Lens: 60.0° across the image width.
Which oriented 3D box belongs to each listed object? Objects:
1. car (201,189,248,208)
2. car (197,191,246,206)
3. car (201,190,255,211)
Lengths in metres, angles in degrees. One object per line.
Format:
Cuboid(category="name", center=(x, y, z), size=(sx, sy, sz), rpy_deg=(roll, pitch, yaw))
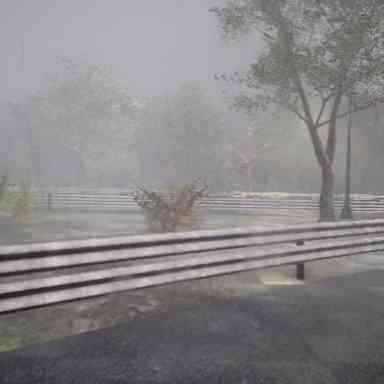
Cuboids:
Cuboid(category="car", center=(3.210, 0.627, 33.927), size=(4.553, 1.767, 2.097), rpy_deg=(1, 2, 0))
Cuboid(category="car", center=(3.257, 0.720, 37.430), size=(5.357, 1.411, 2.033), rpy_deg=(1, 2, 0))
Cuboid(category="car", center=(3.288, 0.862, 30.432), size=(5.008, 1.535, 1.882), rpy_deg=(1, 2, 0))
